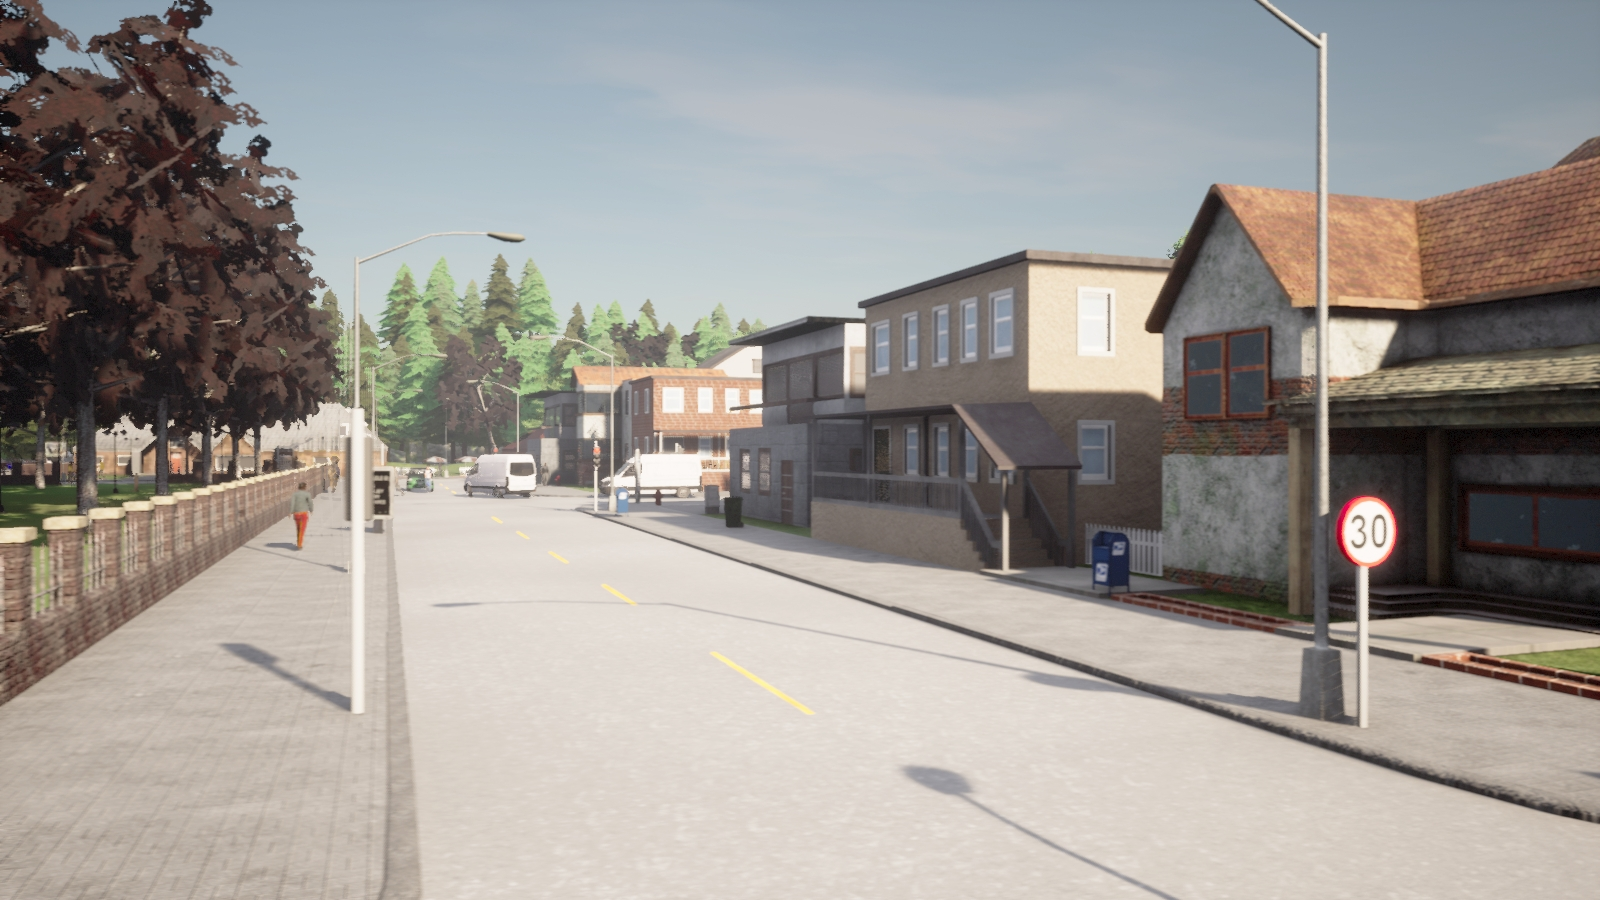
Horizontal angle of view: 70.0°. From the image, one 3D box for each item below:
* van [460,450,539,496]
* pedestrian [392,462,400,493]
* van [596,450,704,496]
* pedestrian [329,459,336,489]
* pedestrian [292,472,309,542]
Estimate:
[{"bbox_3d":[-17.919,1.315,67.897,1.988,2.561,5.915,0,0,-42],"label":"van"},{"bbox_3d":[-24.358,1.629,68.851,0.375,1.860,0.375,0,0,-6],"label":"pedestrian"},{"bbox_3d":[-8.718,1.316,66.292,5.915,2.561,1.988,0,0,-19],"label":"van"},{"bbox_3d":[-29.656,1.525,72.501,0.375,1.860,0.375,0,0,-20],"label":"pedestrian"},{"bbox_3d":[-13.414,1.525,30.683,0.375,1.860,0.375,0,0,-18],"label":"pedestrian"}]
